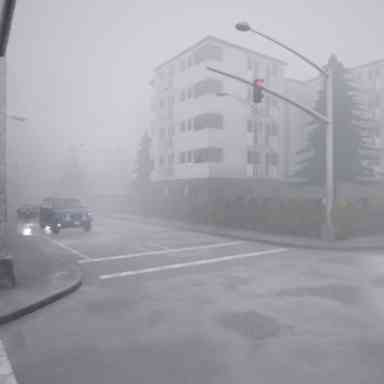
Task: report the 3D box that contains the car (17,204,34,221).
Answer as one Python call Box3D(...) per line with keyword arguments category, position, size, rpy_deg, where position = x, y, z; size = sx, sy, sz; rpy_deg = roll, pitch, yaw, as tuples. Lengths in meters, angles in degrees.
Box3D(category="car", position=(-14.054, 1.780, 29.388), size=(1.895, 1.301, 4.718), rpy_deg=(0, 0, -35))

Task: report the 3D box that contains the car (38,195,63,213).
Box3D(category="car", position=(-17.563, 1.403, 41.202), size=(2.150, 2.045, 5.566), rpy_deg=(0, 0, -31))

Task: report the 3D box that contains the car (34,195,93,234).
Box3D(category="car", position=(-8.120, 1.402, 21.078), size=(2.150, 2.045, 5.566), rpy_deg=(0, 0, -36))
